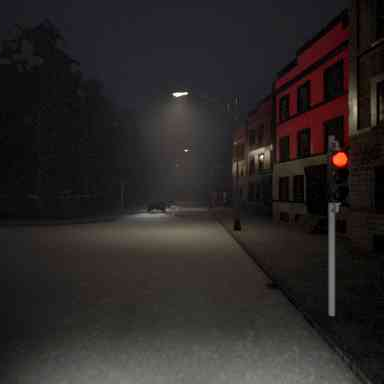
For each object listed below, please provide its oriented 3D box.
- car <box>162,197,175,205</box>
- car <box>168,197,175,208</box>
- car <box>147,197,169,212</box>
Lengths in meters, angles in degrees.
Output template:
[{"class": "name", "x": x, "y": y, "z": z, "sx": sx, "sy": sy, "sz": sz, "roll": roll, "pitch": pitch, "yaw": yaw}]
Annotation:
[{"class": "car", "x": -3.996, "y": 1.599, "z": 58.083, "sx": 1.895, "sy": 1.301, "sz": 4.718, "roll": 0, "pitch": 0, "yaw": 0}, {"class": "car", "x": -4.032, "y": 1.490, "z": 48.067, "sx": 2.128, "sy": 1.511, "sz": 4.902, "roll": 0, "pitch": 0, "yaw": 0}, {"class": "car", "x": -4.049, "y": 1.599, "z": 38.689, "sx": 1.895, "sy": 1.301, "sz": 4.718, "roll": 0, "pitch": 0, "yaw": 0}]
